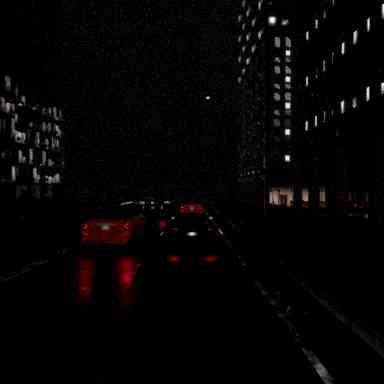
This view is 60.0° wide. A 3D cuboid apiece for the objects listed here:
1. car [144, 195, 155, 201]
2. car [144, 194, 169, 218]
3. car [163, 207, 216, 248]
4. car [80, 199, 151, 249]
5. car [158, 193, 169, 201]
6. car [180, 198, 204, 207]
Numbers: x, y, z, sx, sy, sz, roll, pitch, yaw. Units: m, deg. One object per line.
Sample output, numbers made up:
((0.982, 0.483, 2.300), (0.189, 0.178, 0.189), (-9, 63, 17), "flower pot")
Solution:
((-9.750, 1.446, 75.917), (1.895, 1.301, 4.718), (0, 0, 0), "car")
((-3.250, 1.347, 29.624), (2.097, 1.767, 4.553), (0, 0, 0), "car")
((0.000, 1.564, 14.653), (1.994, 1.385, 4.181), (0, 0, 0), "car")
((-3.250, 1.358, 14.623), (2.097, 1.767, 4.553), (0, 0, 0), "car")
((-6.500, 1.206, 75.977), (2.097, 1.767, 4.553), (0, 0, 0), "car")
((0.000, 1.347, 29.624), (2.097, 1.767, 4.553), (0, 0, 0), "car")
